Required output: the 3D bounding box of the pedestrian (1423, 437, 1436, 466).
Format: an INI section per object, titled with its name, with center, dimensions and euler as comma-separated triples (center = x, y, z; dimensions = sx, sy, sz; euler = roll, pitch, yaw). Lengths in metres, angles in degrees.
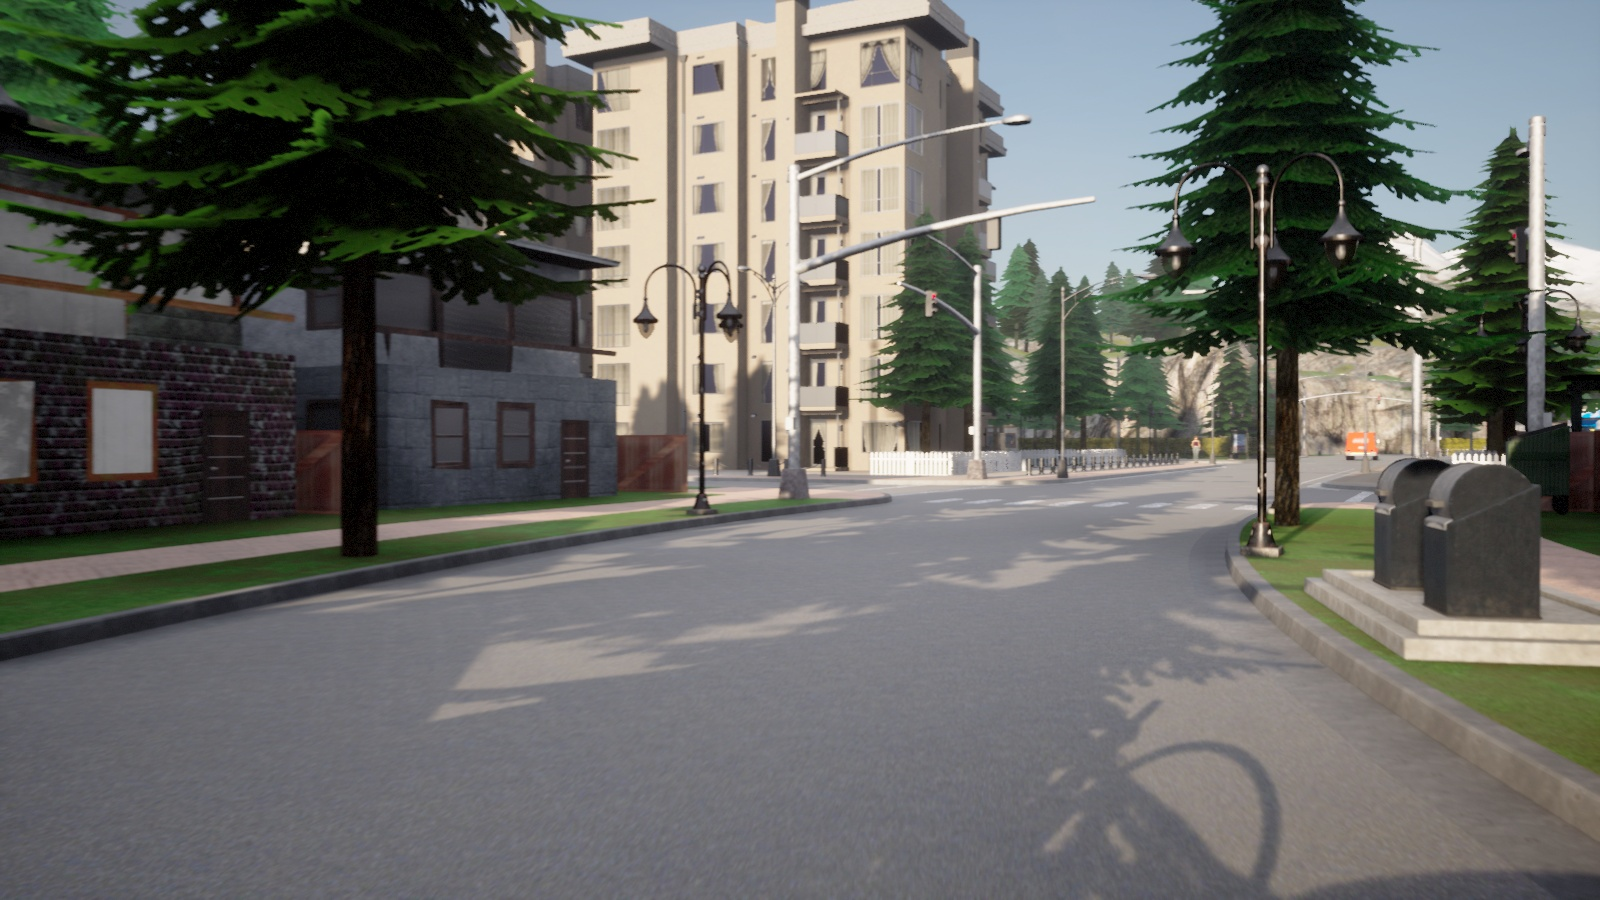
[pedestrian]
center = 43.100, 0.121, 85.950
dimensions = 0.659, 1.952, 0.873
euler = 0, 0, 18
